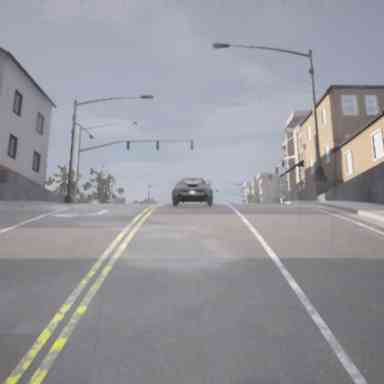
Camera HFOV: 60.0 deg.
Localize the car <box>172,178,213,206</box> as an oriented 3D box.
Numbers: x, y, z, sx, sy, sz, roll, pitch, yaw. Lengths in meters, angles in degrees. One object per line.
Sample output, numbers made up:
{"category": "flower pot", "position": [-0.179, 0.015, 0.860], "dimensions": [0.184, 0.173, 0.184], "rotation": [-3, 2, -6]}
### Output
{"category": "car", "position": [0.055, -0.022, 17.193], "dimensions": [1.994, 1.385, 4.181], "rotation": [0, 0, 1]}
